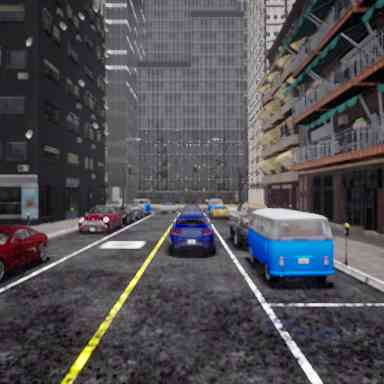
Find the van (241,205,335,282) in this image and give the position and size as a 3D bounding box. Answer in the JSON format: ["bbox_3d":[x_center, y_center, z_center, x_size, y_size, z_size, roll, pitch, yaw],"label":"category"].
[{"bbox_3d":[2.673,1.435,9.812,1.690,1.788,3.998,-1,-1,0],"label":"van"}]

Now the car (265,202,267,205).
[{"bbox_3d":[15.216,1.891,57.155,5.009,1.841,2.192,0,0,0],"label":"car"}]

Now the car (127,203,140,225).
[{"bbox_3d":[-5.711,1.820,26.640,1.947,1.339,4.313,-1,-1,0],"label":"car"}]

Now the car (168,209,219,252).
[{"bbox_3d":[-0.001,1.663,14.394,1.812,1.442,4.674,0,0,0],"label":"car"}]

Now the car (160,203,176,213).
[{"bbox_3d":[-3.017,2.011,42.259,1.895,1.301,4.718,0,-1,0],"label":"car"}]

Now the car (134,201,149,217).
[{"bbox_3d":[-5.713,1.858,32.243,2.008,1.369,4.403,-1,-1,0],"label":"car"}]

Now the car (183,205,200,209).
[{"bbox_3d":[-0.010,1.823,28.985,2.033,1.411,5.357,0,-1,0],"label":"car"}]

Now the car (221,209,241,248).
[{"bbox_3d":[2.674,1.697,15.412,2.008,1.369,4.403,-1,-1,0],"label":"car"}]

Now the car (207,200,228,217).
[{"bbox_3d":[2.667,1.834,32.387,1.752,1.417,4.829,-1,-1,0],"label":"car"}]

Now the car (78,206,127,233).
[{"bbox_3d":[-5.710,1.640,21.040,1.967,1.590,4.097,-1,-1,0],"label":"car"}]

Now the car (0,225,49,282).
[{"bbox_3d":[-5.704,1.676,9.835,1.802,1.307,4.206,-1,-1,0],"label":"car"}]

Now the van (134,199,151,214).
[{"bbox_3d":[-5.718,1.702,37.846,1.690,1.788,3.998,-1,-1,0],"label":"van"}]
